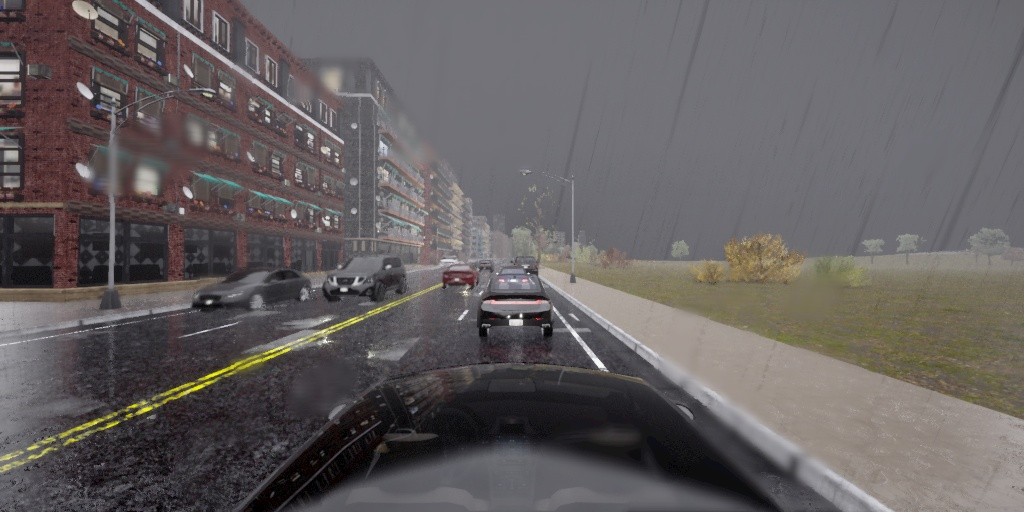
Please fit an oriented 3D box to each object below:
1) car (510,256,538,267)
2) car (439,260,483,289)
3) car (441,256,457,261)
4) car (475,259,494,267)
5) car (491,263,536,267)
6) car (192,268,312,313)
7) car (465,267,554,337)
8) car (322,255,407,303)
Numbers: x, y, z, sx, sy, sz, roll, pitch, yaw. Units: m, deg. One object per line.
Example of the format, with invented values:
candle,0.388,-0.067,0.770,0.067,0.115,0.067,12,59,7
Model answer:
car,1.069,0.979,30.924,2.150,2.045,5.566,0,0,0
car,-3.201,1.231,23.210,1.882,1.535,5.008,0,0,0
car,-9.969,0.974,56.806,2.150,2.045,5.566,0,0,0
car,-3.255,1.254,45.468,1.837,1.490,4.892,0,-1,0
car,0.060,1.301,20.712,2.033,1.411,5.357,0,0,0
car,-9.879,1.257,14.125,1.837,1.490,4.892,0,0,0
car,0.081,1.243,10.272,2.128,1.511,4.902,0,0,0
car,-6.634,0.974,16.920,2.150,2.045,5.566,0,0,0
